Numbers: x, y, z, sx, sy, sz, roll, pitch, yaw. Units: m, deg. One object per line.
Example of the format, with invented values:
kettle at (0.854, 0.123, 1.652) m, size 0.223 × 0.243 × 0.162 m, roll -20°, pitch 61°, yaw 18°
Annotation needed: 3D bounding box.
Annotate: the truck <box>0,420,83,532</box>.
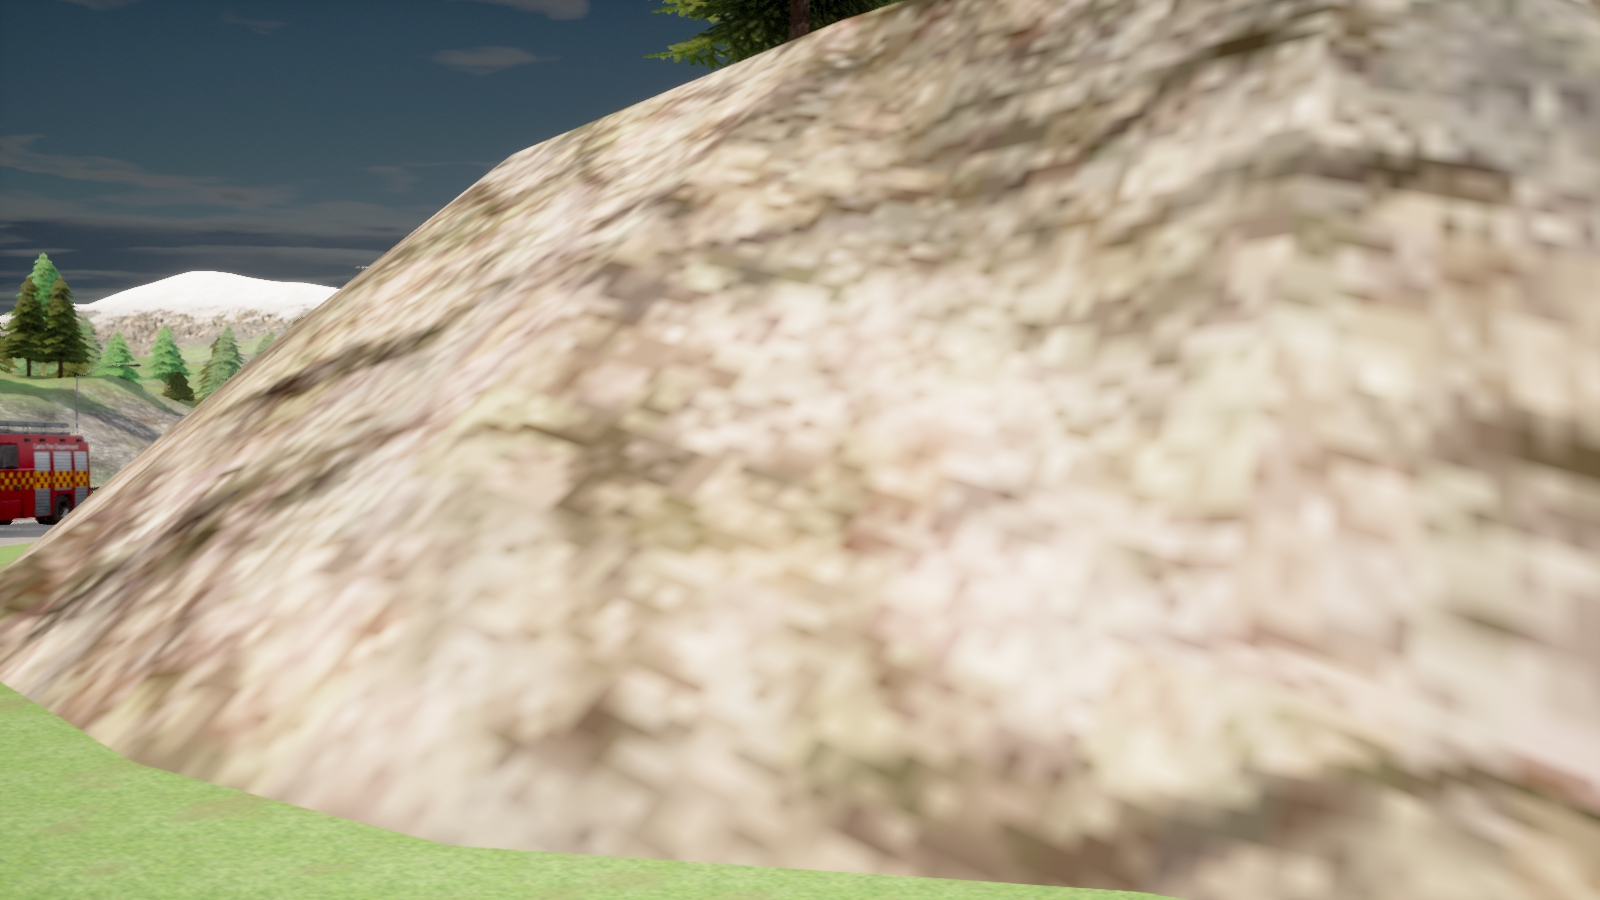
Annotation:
truck at (-28.910, 0.891, 39.725) m, size 2.891 × 3.827 × 8.468 m, roll 0°, pitch 0°, yaw -2°
